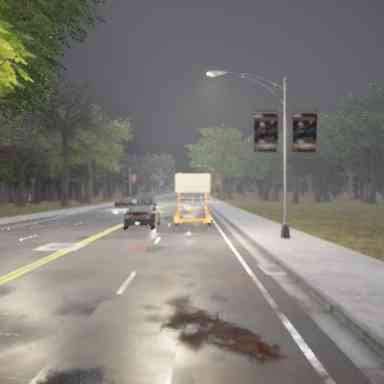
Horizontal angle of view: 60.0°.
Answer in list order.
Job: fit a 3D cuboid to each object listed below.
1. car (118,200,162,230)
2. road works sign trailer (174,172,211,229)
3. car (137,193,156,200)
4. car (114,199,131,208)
[{"bbox_3d":[-3.098,1.521,21.297,1.837,1.490,4.892,0,0,0],"label":"car"},{"bbox_3d":[0.048,0.480,21.828,2.380,3.560,2.880,0,0,0],"label":"road works sign trailer"},{"bbox_3d":[-6.360,1.217,46.636,2.150,2.045,5.566,0,0,1],"label":"car"},{"bbox_3d":[-9.604,1.596,46.997,1.895,1.301,4.718,0,0,1],"label":"car"}]
